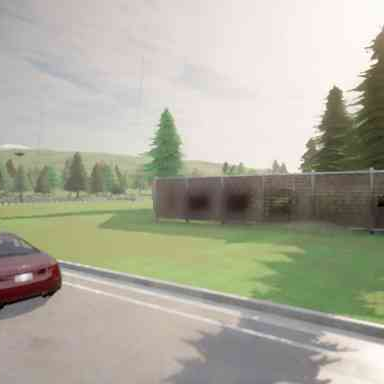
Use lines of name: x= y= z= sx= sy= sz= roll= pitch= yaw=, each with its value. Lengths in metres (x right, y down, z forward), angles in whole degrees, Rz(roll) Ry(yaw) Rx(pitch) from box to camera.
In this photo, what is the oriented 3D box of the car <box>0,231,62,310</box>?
car: x=-4.789 y=1.579 z=7.407 sx=4.181 sy=1.385 sz=1.994 roll=0 pitch=0 yaw=35
